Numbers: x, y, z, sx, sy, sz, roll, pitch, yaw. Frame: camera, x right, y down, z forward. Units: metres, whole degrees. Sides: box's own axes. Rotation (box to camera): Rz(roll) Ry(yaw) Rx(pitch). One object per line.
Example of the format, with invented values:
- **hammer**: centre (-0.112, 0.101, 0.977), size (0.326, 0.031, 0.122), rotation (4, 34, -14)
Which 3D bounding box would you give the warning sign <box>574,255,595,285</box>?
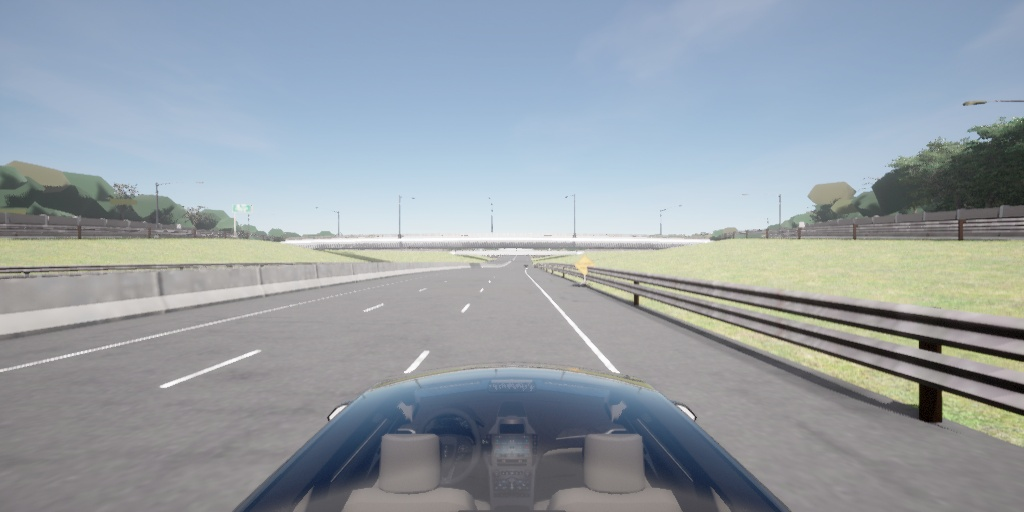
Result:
- **warning sign**: centre (4.550, 0.868, 22.409), size (1.300, 1.860, 1.060), rotation (0, 0, 0)
